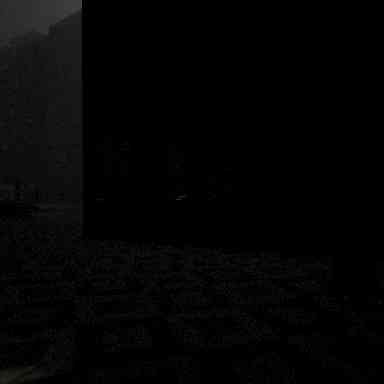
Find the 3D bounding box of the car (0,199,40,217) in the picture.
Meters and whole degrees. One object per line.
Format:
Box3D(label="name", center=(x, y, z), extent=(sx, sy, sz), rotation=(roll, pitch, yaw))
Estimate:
Box3D(label="car", center=(-15.676, 1.342, 28.526), extent=(1.882, 1.535, 5.008), rotation=(-1, 0, 35))
